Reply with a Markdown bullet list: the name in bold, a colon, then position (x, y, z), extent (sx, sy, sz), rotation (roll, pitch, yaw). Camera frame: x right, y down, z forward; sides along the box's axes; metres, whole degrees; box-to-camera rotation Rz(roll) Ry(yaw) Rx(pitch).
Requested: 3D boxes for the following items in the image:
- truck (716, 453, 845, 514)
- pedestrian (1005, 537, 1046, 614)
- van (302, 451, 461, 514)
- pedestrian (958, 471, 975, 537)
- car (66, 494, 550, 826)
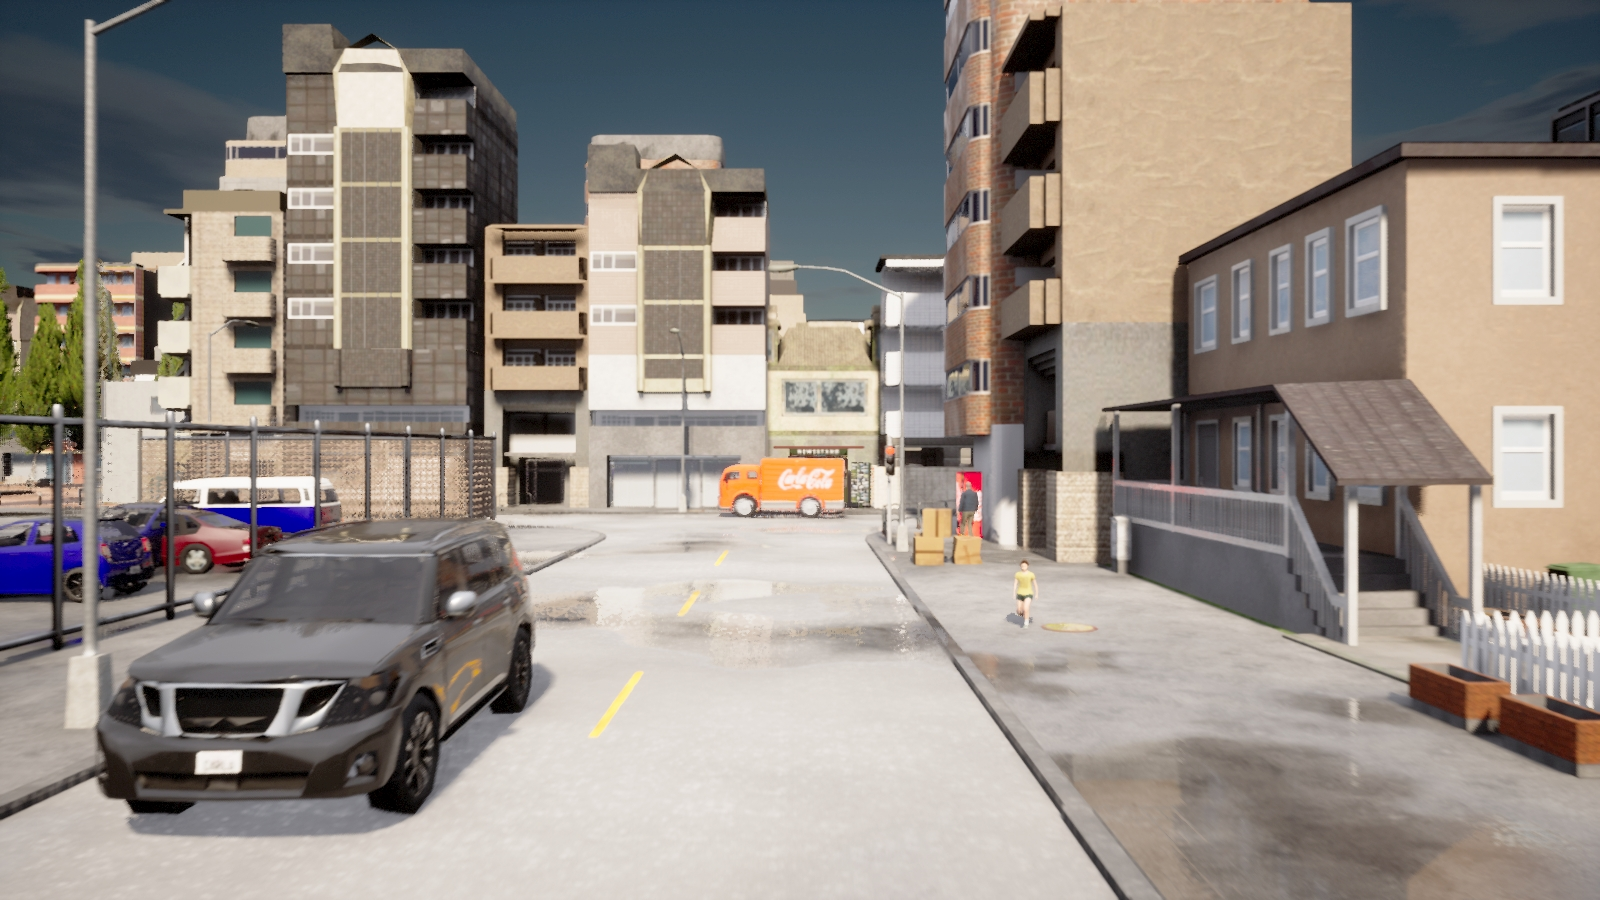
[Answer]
- **truck**: position (-0.793, 1.348, 47.540), extent (5.204, 2.467, 2.627), rotation (0, 0, 0)
- **pedestrian**: position (3.432, 1.905, 17.406), extent (0.500, 1.100, 0.500), rotation (0, 0, 27)
- **van**: position (-17.334, 1.314, 47.517), extent (5.915, 2.561, 1.988), rotation (0, 0, 0)
- **pedestrian**: position (4.704, 1.516, 32.308), extent (0.375, 1.860, 0.375), rotation (0, 0, -10)
- **car**: position (-4.006, 1.556, 10.680), extent (2.150, 2.045, 5.566), rotation (0, 0, 0)
